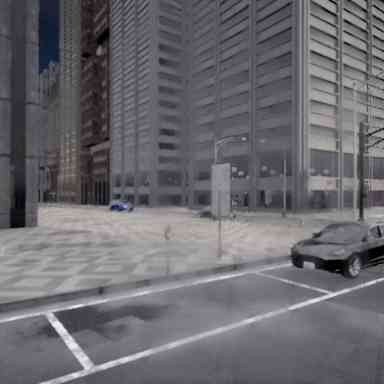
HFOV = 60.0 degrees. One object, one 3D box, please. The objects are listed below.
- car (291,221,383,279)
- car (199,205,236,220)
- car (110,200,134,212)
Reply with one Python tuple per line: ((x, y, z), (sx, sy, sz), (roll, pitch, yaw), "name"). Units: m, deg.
((4.906, 1.585, 10.152), (4.313, 1.339, 1.947), (0, 0, -36), "car")
((2.516, 2.078, 34.183), (1.812, 1.442, 4.674), (0, -1, -35), "car")
((-11.513, 2.264, 54.183), (2.150, 2.045, 5.566), (0, -2, -35), "car")
